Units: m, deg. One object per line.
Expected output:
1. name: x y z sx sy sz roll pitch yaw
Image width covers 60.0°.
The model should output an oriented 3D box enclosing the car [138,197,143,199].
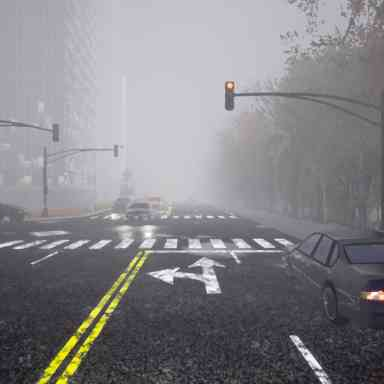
1. car: -8.457 1.585 53.331 1.994 1.385 4.181 0 0 -4

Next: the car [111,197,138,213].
1. car: -7.566 1.364 36.808 2.097 1.767 4.553 0 0 -3

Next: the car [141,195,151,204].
1. car: -9.415 1.508 68.271 1.882 1.535 5.008 0 0 -4

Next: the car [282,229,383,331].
1. car: 3.312 1.507 6.998 2.033 1.411 5.357 -2 -2 3

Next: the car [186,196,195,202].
1. car: -0.328 1.569 76.700 2.128 1.511 4.902 0 0 -5

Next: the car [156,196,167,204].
1. car: -5.995 1.580 65.719 2.033 1.411 5.357 0 0 -4

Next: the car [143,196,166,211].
1. car: -4.528 1.365 41.244 2.097 1.767 4.553 0 0 -3

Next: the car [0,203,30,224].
1. car: -14.862 1.625 25.152 4.892 1.490 1.837 -1 4 1

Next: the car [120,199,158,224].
1. car: -3.848 1.511 24.931 1.837 1.490 4.892 0 -1 -2
